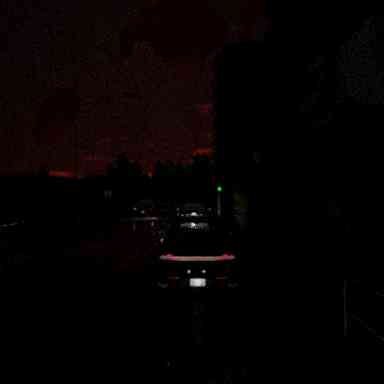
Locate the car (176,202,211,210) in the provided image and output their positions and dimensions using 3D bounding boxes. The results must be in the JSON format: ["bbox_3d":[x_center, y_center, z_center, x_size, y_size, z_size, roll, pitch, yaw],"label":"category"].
[{"bbox_3d":[0.110,1.376,20.160,1.837,1.490,4.892,0,1,0],"label":"car"}]

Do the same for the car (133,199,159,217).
[{"bbox_3d":[-3.991,1.337,29.296,1.812,1.442,4.674,0,0,0],"label":"car"}]

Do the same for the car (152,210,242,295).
[{"bbox_3d":[0.104,1.436,8.561,2.128,1.511,4.902,0,0,0],"label":"car"}]
